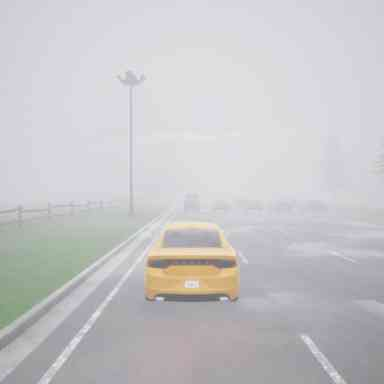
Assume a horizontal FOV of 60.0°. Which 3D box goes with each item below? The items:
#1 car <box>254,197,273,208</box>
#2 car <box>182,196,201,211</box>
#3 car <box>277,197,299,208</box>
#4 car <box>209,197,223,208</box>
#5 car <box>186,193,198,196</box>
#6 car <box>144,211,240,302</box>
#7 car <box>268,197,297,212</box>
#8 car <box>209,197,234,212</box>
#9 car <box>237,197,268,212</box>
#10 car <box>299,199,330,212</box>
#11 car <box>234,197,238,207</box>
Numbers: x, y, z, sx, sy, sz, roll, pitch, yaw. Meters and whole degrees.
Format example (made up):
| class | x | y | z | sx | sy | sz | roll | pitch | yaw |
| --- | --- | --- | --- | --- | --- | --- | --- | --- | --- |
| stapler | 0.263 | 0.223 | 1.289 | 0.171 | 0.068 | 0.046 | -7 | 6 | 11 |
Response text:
| class | x | y | z | sx | sy | sz | roll | pitch | yaw |
| --- | --- | --- | --- | --- | --- | --- | --- | --- | --- |
| car | 10.490 | 1.526 | 49.214 | 1.812 | 1.442 | 4.674 | 0 | 0 | 0 |
| car | -0.009 | 1.505 | 38.375 | 1.837 | 1.490 | 4.892 | 0 | 0 | 0 |
| car | 13.988 | 1.505 | 48.825 | 1.837 | 1.490 | 4.892 | 0 | 0 | 0 |
| car | 3.493 | 1.526 | 49.680 | 1.812 | 1.442 | 4.674 | 0 | 0 | 0 |
| car | -0.013 | 1.221 | 48.807 | 2.150 | 2.045 | 5.566 | 0 | 0 | 0 |
| car | -0.002 | 1.478 | 8.351 | 1.882 | 1.535 | 5.008 | 0 | 0 | 0 |
| car | 10.496 | 1.526 | 39.162 | 1.812 | 1.442 | 4.674 | 0 | 0 | 0 |
| car | 3.498 | 1.564 | 39.646 | 1.994 | 1.385 | 4.181 | 0 | 0 | 0 |
| car | 6.997 | 1.547 | 39.083 | 2.033 | 1.411 | 5.357 | 0 | 0 | 0 |
| car | 13.989 | 1.547 | 38.220 | 2.033 | 1.411 | 5.357 | 0 | 0 | 0 |
| car | 6.993 | 1.491 | 49.405 | 2.128 | 1.511 | 4.902 | 0 | 0 | 0 |
